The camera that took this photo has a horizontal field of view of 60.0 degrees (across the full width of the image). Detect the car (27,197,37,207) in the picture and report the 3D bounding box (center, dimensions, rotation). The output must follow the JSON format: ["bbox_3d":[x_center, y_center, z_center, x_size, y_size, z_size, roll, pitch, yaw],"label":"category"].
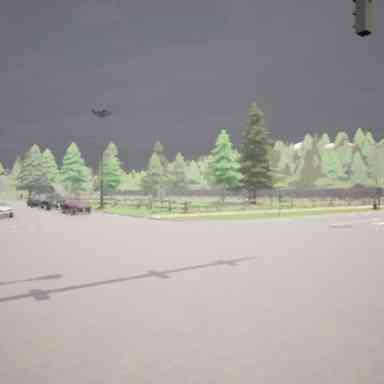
[{"bbox_3d":[-23.808,1.521,50.735,2.033,1.411,5.357,0,0,-35],"label":"car"}]

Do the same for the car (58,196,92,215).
[{"bbox_3d":[-11.885,1.453,34.199,1.882,1.535,5.008,0,0,-36],"label":"car"}]

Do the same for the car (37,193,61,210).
[{"bbox_3d":[-17.568,1.196,42.054,2.150,2.045,5.566,0,0,-36],"label":"car"}]

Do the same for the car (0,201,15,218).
[{"bbox_3d":[-17.212,1.516,29.651,1.812,1.442,4.674,0,0,-36],"label":"car"}]
